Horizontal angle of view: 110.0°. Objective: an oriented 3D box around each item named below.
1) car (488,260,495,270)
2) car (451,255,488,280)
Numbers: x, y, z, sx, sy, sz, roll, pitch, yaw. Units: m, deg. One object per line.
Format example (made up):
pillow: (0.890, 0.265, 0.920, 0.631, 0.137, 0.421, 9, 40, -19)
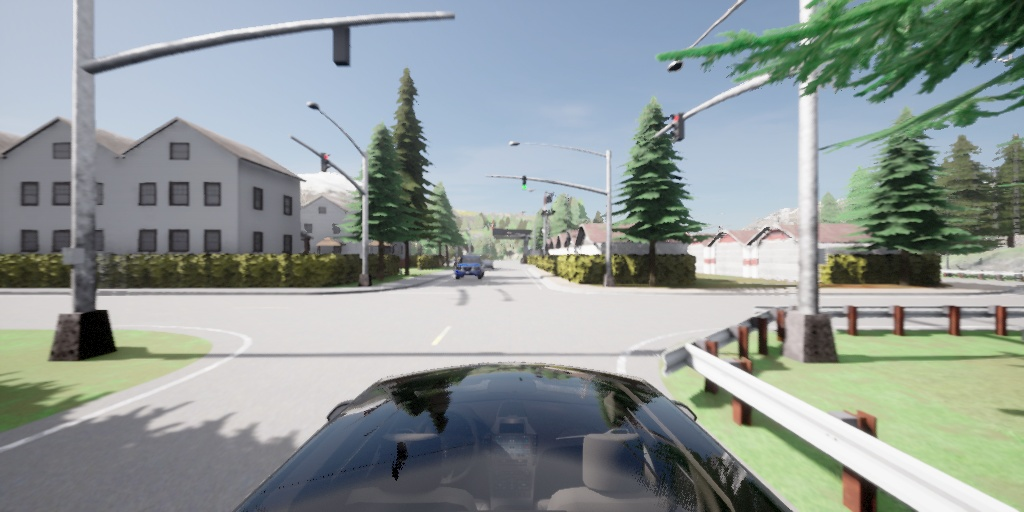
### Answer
car: (-3.543, 1.261, 51.571, 1.812, 1.442, 4.674, 0, 0, 0)
car: (-3.607, 0.954, 31.456, 2.150, 2.045, 5.566, 0, 1, -1)
